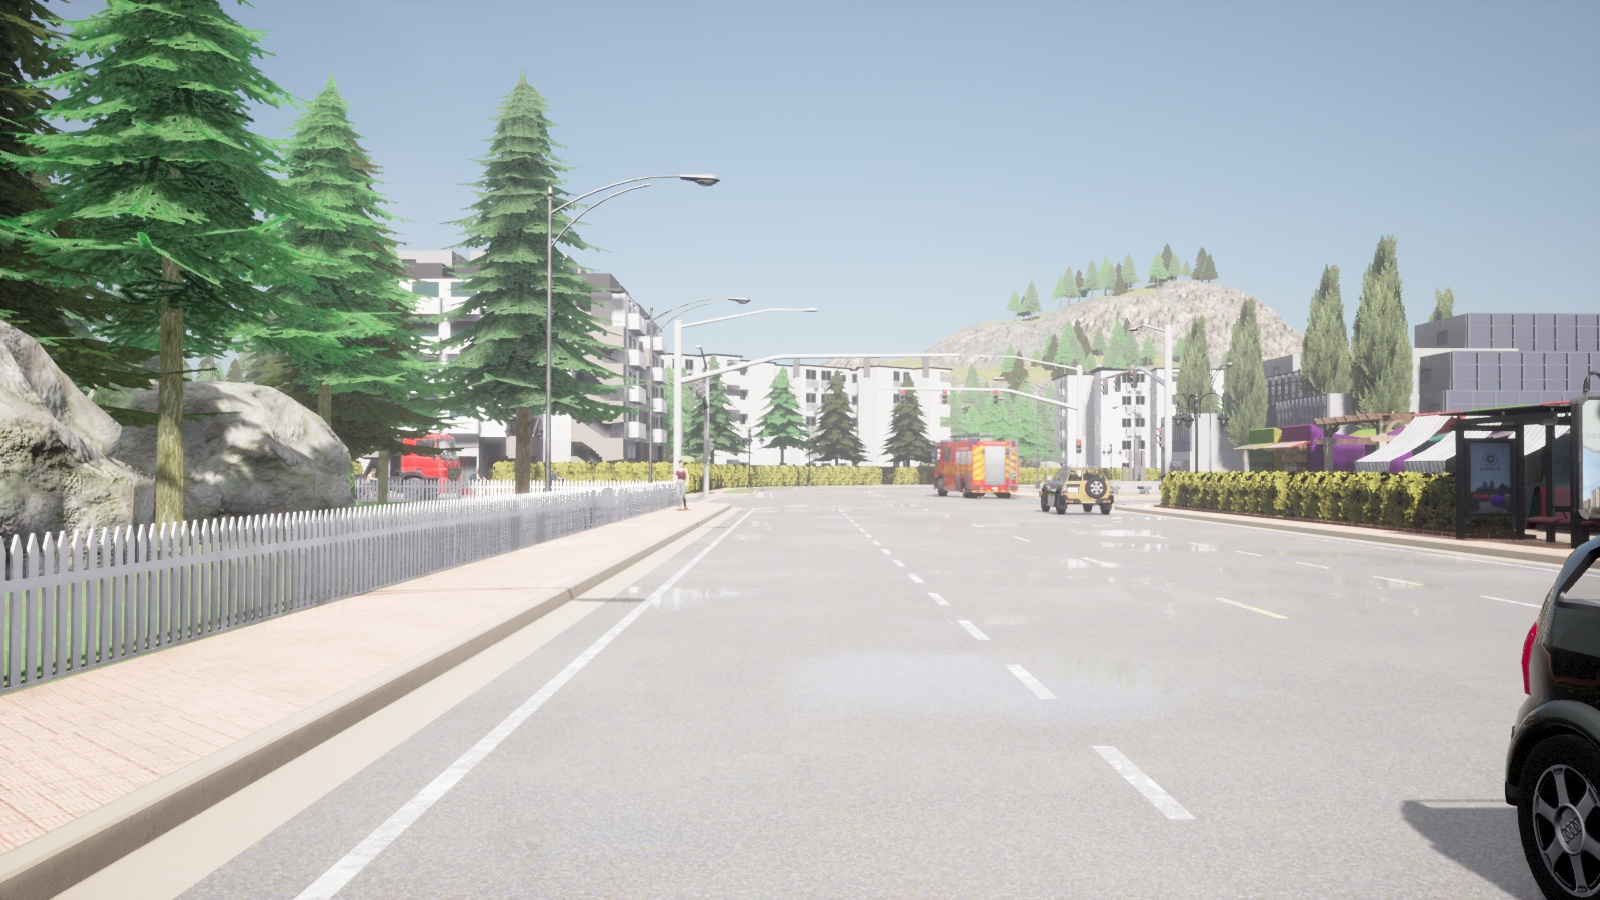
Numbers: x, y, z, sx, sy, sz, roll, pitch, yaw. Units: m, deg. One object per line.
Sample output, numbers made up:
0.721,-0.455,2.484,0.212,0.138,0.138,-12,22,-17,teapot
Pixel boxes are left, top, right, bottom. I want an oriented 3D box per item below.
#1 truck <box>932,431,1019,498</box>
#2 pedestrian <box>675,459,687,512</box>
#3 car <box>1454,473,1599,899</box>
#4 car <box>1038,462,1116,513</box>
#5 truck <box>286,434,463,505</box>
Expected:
10.560,0.889,76.522,2.891,3.827,8.468,0,-1,-8,truck
-4.106,1.216,43.348,0.345,1.836,0.594,0,-1,0,pedestrian
3.491,0.831,3.103,1.789,1.549,3.705,0,-1,0,car
10.378,1.383,47.345,1.932,1.855,4.605,0,-1,0,car
-21.319,0.977,63.230,7.936,3.462,2.891,0,-1,1,truck
